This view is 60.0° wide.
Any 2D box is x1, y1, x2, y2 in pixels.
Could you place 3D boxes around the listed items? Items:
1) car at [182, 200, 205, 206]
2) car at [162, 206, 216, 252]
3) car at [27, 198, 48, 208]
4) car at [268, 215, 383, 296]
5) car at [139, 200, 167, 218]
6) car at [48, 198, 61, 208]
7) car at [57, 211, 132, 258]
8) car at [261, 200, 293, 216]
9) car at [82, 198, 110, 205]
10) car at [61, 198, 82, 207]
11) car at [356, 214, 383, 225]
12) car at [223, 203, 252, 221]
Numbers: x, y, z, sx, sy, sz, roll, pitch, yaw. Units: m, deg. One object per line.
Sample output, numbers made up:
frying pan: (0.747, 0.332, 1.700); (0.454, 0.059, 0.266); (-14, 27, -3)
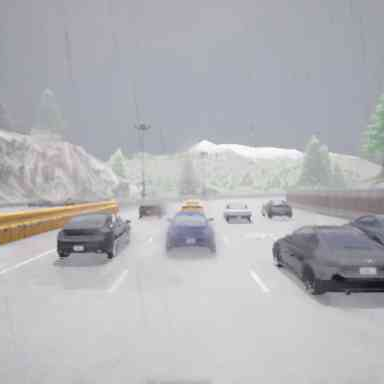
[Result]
car: (0.129, 1.430, 29.458); (1.882, 1.535, 5.008); (0, 0, 3)
car: (-0.071, 1.504, 13.658); (1.812, 1.442, 4.674); (0, 0, -1)
car: (-22.433, 1.621, 49.184); (1.994, 1.385, 4.181); (0, 0, 10)
car: (3.476, 1.529, 8.593); (1.994, 1.385, 4.181); (0, 0, 0)
car: (-3.373, 1.451, 29.419); (1.882, 1.535, 5.008); (0, 0, 3)
car: (-18.855, 1.561, 49.411); (1.812, 1.442, 4.674); (0, 0, 10)
car: (-3.557, 1.506, 12.786); (1.837, 1.490, 4.892); (0, 0, 0)
car: (7.052, 1.404, 27.969); (2.128, 1.511, 4.902); (0, 0, 2)
car: (-12.481, 1.551, 45.317); (2.033, 1.411, 5.357); (0, 0, 9)
car: (-15.814, 1.623, 46.480); (1.895, 1.301, 4.718); (0, 0, 9)
car: (6.947, 1.503, 12.240); (1.994, 1.385, 4.181); (0, 0, 0)
car: (3.477, 1.538, 26.285); (1.895, 1.301, 4.718); (0, 0, 2)
